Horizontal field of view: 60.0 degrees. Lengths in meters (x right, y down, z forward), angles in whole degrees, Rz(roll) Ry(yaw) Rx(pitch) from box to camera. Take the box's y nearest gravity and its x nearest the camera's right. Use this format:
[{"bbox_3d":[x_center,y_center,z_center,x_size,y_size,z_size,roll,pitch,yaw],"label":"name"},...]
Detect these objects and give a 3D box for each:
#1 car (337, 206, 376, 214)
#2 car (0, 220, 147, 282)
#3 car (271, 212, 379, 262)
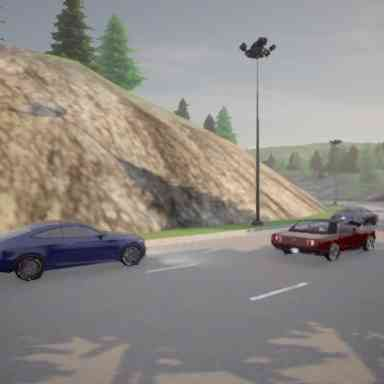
[{"bbox_3d":[11.222,1.658,22.843,4.181,1.385,1.994,0,0,-44],"label":"car"},{"bbox_3d":[-3.614,1.567,9.924,4.674,1.442,1.812,0,0,-37],"label":"car"},{"bbox_3d":[5.094,1.653,12.460,4.718,1.301,1.895,0,0,-41],"label":"car"}]
